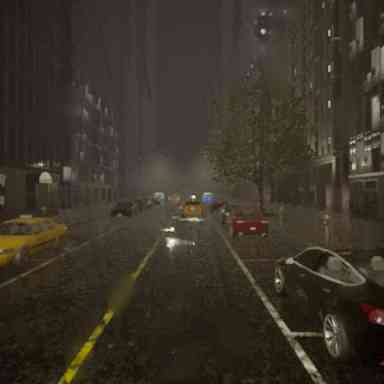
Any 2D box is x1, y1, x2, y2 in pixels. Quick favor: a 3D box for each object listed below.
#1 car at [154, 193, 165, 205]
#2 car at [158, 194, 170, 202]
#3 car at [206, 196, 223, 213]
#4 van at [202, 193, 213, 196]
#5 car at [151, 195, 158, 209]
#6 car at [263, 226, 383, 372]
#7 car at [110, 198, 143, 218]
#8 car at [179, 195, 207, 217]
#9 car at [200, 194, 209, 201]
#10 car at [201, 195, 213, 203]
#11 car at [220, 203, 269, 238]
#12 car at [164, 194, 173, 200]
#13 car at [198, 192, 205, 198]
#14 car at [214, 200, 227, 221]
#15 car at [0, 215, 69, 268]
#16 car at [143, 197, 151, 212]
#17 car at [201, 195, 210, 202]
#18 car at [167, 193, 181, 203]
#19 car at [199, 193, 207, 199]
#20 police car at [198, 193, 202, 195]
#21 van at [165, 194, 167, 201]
[{"bbox_3d":[-5.666,1.192,51.032,1.967,1.590,4.097,1,0,0],"label":"car"},{"bbox_3d":[-5.663,1.218,68.059,1.947,1.339,4.313,1,0,0],"label":"car"},{"bbox_3d":[2.708,1.389,33.980,1.887,1.381,4.507,1,0,0],"label":"car"},{"bbox_3d":[2.717,1.060,56.678,1.690,1.788,3.998,1,0,0],"label":"van"},{"bbox_3d":[-5.671,1.366,39.684,2.008,1.369,4.403,1,0,0],"label":"car"},{"bbox_3d":[2.699,1.542,5.609,1.947,1.339,4.313,1,0,0],"label":"car"},{"bbox_3d":[-5.675,1.439,28.332,1.947,1.339,4.313,1,0,0],"label":"car"},{"bbox_3d":[0.085,1.325,29.154,1.801,1.575,5.366,0,0,0],"label":"car"},{"bbox_3d":[2.720,1.184,73.701,1.947,1.339,4.313,1,0,0],"label":"car"},{"bbox_3d":[2.716,1.237,62.354,2.008,1.369,4.403,1,0,0],"label":"car"},{"bbox_3d":[2.702,1.471,16.959,1.887,1.381,4.507,1,0,0],"label":"car"},{"bbox_3d":[-5.659,1.127,79.409,1.887,1.381,4.507,1,0,0],"label":"car"},{"bbox_3d":[2.728,0.915,95.554,1.967,1.590,4.097,1,0,0],"label":"car"},{"bbox_3d":[2.704,1.482,22.632,1.802,1.307,4.206,1,0,0],"label":"car"},{"bbox_3d":[-5.680,1.477,11.136,1.752,1.417,4.829,1,0,0],"label":"car"},{"bbox_3d":[-5.673,1.390,34.006,1.887,1.381,4.507,1,0,0],"label":"car"},{"bbox_3d":[2.718,1.234,68.029,1.802,1.307,4.206,1,0,0],"label":"car"},{"bbox_3d":[-3.030,1.065,57.700,2.097,1.767,4.553,0,0,1],"label":"car"},{"bbox_3d":[2.723,1.101,84.400,2.008,1.369,4.403,1,0,0],"label":"car"},{"bbox_3d":[0.017,1.267,49.026,2.038,1.542,4.974,0,0,0],"label":"police car"},{"bbox_3d":[-5.664,1.061,56.707,1.690,1.788,3.998,1,0,0],"label":"van"}]
